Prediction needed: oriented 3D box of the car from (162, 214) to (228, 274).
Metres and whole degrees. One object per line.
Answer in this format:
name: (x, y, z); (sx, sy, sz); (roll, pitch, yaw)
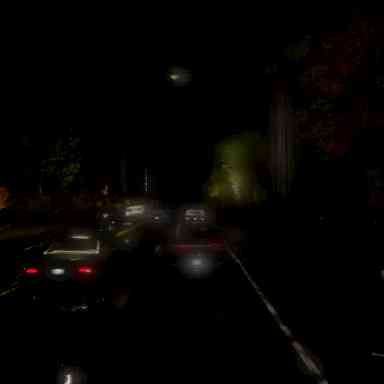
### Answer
car: (0.166, 1.805, 11.754); (2.128, 1.511, 4.902); (-2, -1, 0)

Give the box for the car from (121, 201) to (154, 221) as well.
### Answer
car: (-6.302, 2.114, 38.886); (2.150, 2.045, 5.566); (-6, -4, 1)

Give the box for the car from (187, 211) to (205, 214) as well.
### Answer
car: (0.346, 2.254, 28.596); (1.895, 1.301, 4.718); (1, 0, 0)

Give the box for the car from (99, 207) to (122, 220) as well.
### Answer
car: (-9.499, 2.491, 39.008); (2.128, 1.511, 4.902); (-1, -1, 1)

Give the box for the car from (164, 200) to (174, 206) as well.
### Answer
car: (-5.481, 2.720, 79.567); (2.097, 1.767, 4.553); (-1, -1, 1)

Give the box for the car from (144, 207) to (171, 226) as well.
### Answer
car: (-2.903, 2.323, 30.580); (1.994, 1.385, 4.181); (-1, -1, 1)

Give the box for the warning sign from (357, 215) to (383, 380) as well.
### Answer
warning sign: (2.868, 1.245, 3.938); (1.300, 1.860, 1.060); (0, 0, 0)

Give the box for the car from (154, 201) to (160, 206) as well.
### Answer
car: (-8.725, 2.877, 79.601); (1.882, 1.535, 5.008); (-1, -1, 1)

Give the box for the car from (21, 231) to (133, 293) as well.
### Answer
car: (-3.063, 1.882, 10.012); (2.033, 1.411, 5.357); (-1, -1, -1)
